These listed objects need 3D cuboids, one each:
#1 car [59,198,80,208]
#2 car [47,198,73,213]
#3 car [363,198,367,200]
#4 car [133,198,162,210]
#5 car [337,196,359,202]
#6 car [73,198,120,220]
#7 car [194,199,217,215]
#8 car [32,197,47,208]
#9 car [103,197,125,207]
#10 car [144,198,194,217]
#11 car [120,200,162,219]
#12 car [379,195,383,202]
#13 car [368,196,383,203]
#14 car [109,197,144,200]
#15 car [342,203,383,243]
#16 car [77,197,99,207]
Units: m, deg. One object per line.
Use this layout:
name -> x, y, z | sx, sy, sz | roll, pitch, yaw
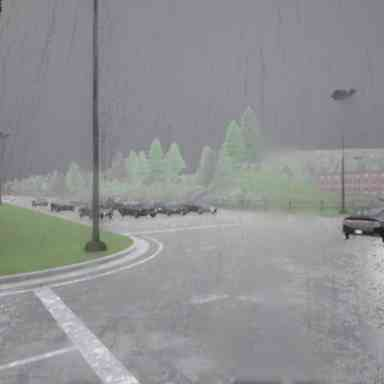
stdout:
car -> -18.576, 1.618, 50.240 | 1.994, 1.385, 4.181 | 0, 0, -34
car -> -15.098, 1.521, 38.750 | 1.882, 1.535, 5.008 | 0, 0, -34
car -> 38.937, 1.446, 70.593 | 2.033, 1.411, 5.357 | 0, 0, -16
car -> -5.936, 1.534, 43.952 | 1.837, 1.490, 4.892 | 0, 0, -34
car -> 34.499, 1.564, 73.595 | 1.895, 1.301, 4.718 | 0, 0, -19
car -> -8.332, 1.519, 28.702 | 2.128, 1.511, 4.902 | 0, 0, -34
car -> 0.634, 1.505, 34.187 | 2.128, 1.511, 4.902 | 0, 0, -34
car -> -23.392, 1.569, 51.178 | 1.837, 1.490, 4.892 | 0, -1, -33
car -> -12.725, 1.549, 54.082 | 1.837, 1.490, 4.892 | 0, 0, -34
car -> -2.395, 1.566, 32.414 | 2.033, 1.411, 5.357 | 0, 0, -34
car -> -4.889, 1.622, 29.852 | 1.895, 1.301, 4.718 | 0, 0, -34
car -> 42.465, 1.368, 70.827 | 1.882, 1.535, 5.008 | 0, 0, -12
car -> 36.327, 1.487, 63.756 | 1.812, 1.442, 4.674 | 0, 0, -5
car -> -8.050, 1.384, 40.816 | 2.097, 1.767, 4.553 | 0, 0, -34
car -> 8.909, 1.483, 15.839 | 4.902, 1.511, 2.128 | 0, 0, -42
car -> -17.119, 1.601, 54.380 | 2.033, 1.411, 5.357 | 0, 0, -33
